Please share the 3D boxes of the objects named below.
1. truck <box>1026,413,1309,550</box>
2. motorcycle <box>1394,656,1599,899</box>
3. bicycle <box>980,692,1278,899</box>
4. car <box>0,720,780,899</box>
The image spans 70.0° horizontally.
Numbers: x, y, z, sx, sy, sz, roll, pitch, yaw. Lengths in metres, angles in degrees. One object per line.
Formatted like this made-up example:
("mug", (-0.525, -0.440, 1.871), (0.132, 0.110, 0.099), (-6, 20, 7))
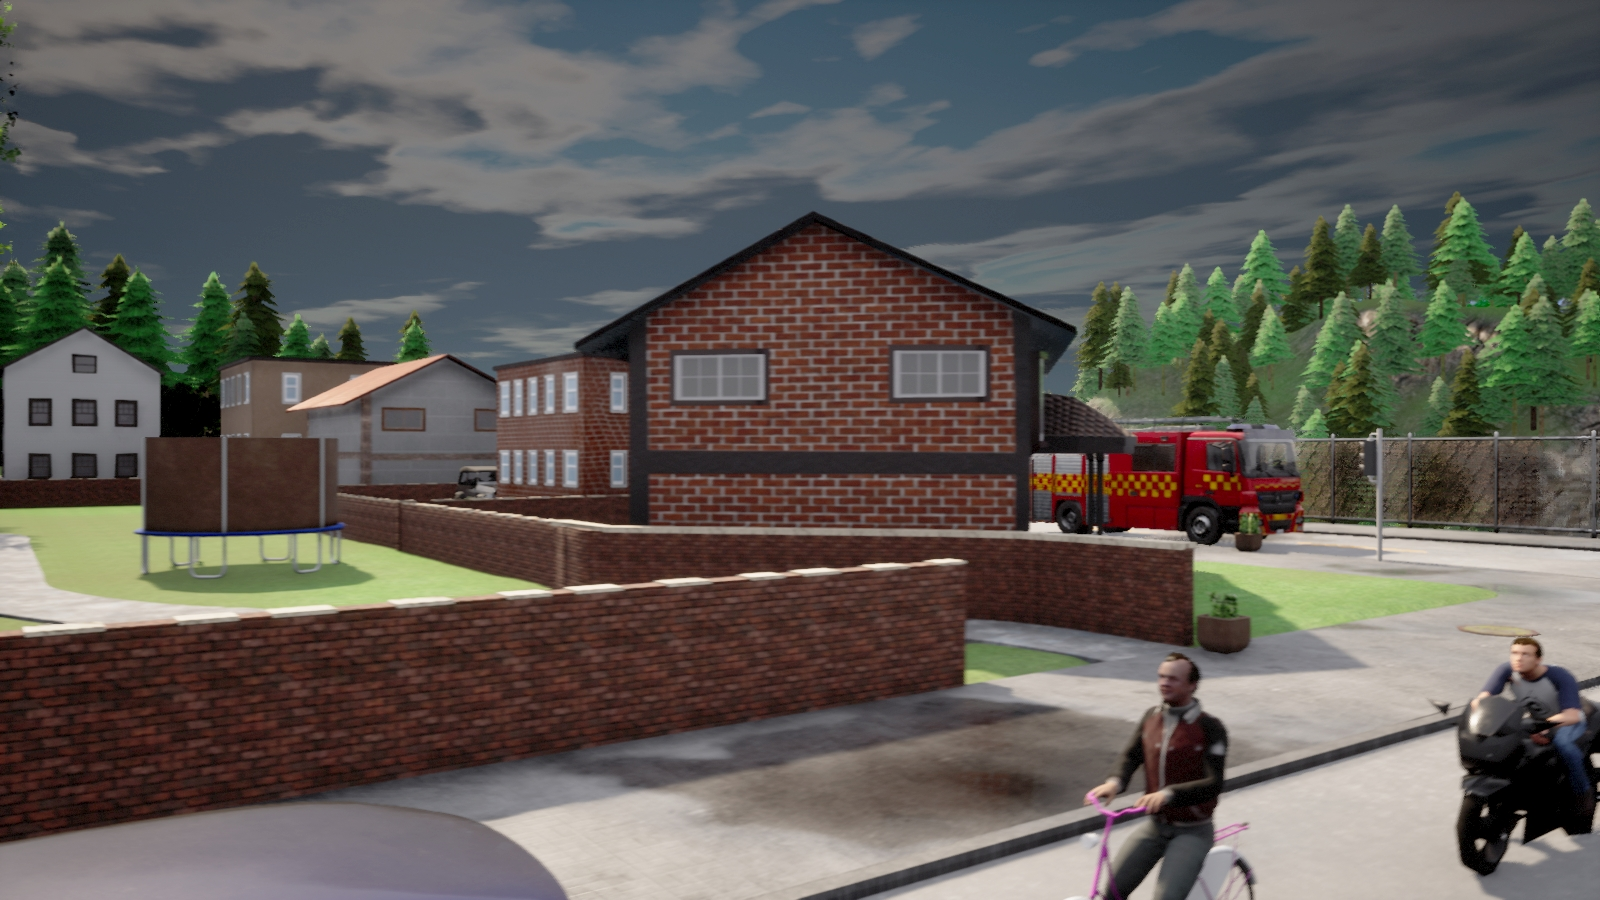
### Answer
("truck", (11.315, 0.891, 36.189), (2.891, 3.827, 8.468), (0, 0, -35))
("motorcycle", (5.040, 2.186, 7.899), (2.033, 1.199, 0.803), (0, 0, -35))
("bicycle", (1.661, 2.060, 5.591), (1.835, 1.471, 0.329), (0, 0, -35))
("car", (-2.579, 1.968, 2.551), (4.611, 1.667, 2.242), (0, 0, -35))
